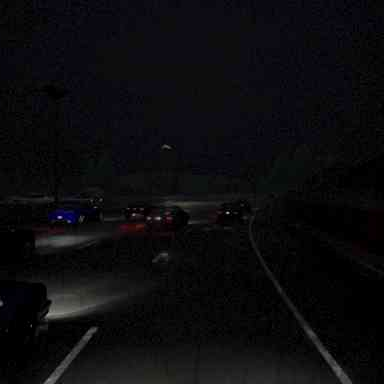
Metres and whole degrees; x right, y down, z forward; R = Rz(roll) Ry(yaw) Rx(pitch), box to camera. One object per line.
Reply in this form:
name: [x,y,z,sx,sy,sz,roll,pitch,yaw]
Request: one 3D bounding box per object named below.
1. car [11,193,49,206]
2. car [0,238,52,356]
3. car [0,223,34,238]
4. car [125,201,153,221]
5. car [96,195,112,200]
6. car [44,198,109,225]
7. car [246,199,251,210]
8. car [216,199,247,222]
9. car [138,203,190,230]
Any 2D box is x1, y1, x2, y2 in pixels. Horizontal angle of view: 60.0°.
car: [-21.805,1.195,45.027,2.150,2.045,5.566,0,0,13]
car: [-3.294,1.542,3.007,2.033,1.411,5.357,0,0,2]
car: [-6.410,1.482,9.484,2.128,1.511,4.902,0,0,4]
car: [-3.885,1.495,27.252,2.128,1.511,4.902,0,0,11]
car: [-15.562,1.341,57.301,2.097,1.767,4.553,0,0,12]
car: [-8.088,1.470,23.863,1.882,1.535,5.008,0,0,10]
car: [6.467,1.598,42.601,1.994,1.385,4.181,0,0,12]
car: [3.057,1.566,26.385,2.033,1.411,5.357,0,0,11]
car: [-1.456,1.554,21.404,2.033,1.411,5.357,0,0,10]
